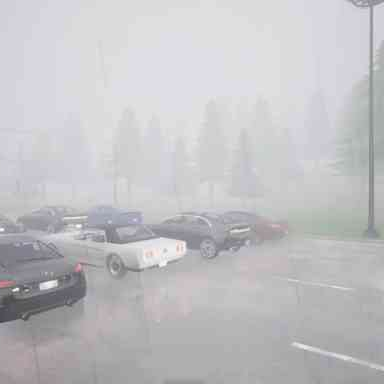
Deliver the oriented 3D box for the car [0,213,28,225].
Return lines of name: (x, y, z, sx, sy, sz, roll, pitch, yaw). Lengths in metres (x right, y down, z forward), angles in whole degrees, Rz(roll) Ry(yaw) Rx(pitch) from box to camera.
car: (-9.693, 1.564, 15.187, 4.181, 1.385, 1.994, 0, 0, 36)

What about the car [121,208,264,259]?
car: (-0.092, 1.491, 12.624, 4.902, 1.511, 2.128, 0, 0, 36)

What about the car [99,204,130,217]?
car: (-5.292, 1.478, 20.649, 5.008, 1.535, 1.882, 0, 0, 36)

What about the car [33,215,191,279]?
car: (-2.568, 1.601, 10.090, 4.718, 1.301, 1.895, 0, 0, 36)

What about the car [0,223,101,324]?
car: (-4.097, 1.564, 6.871, 4.181, 1.385, 1.994, 0, 0, 35)

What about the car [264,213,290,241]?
car: (2.113, 1.526, 15.349, 4.674, 1.442, 1.812, 0, 0, 36)

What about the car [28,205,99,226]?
car: (-7.620, 1.492, 18.008, 4.902, 1.511, 2.128, 0, 0, 36)
